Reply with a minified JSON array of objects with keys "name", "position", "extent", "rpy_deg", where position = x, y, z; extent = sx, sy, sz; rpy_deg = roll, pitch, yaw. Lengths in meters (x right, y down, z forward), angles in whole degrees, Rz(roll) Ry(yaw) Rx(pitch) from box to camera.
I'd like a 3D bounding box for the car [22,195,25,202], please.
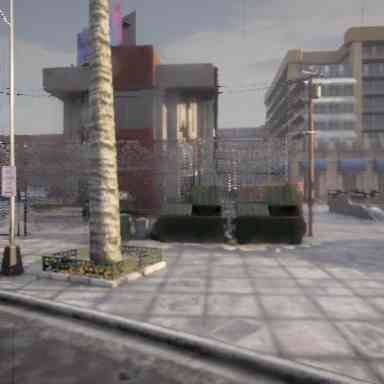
[{"name":"car","position":[-16.022,1.271,37.402],"extent":[4.674,1.452,2.002],"rpy_deg":[0,0,4]}]
